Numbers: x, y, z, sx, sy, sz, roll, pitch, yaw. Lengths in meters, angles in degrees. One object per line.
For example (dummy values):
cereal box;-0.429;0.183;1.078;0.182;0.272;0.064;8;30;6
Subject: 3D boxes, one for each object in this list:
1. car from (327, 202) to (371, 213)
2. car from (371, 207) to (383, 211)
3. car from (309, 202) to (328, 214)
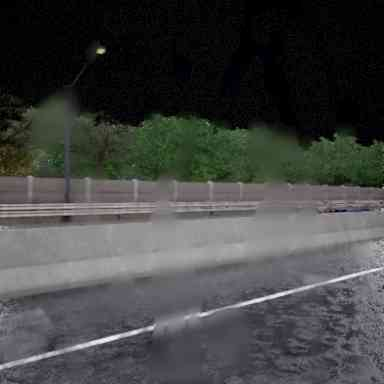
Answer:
car;15.637;1.843;32.343;4.718;1.301;1.895;1;0;-35
car;18.685;1.757;30.215;4.892;1.490;1.837;1;0;-35
car;14.440;1.814;35.784;4.181;1.385;1.994;1;0;-35
